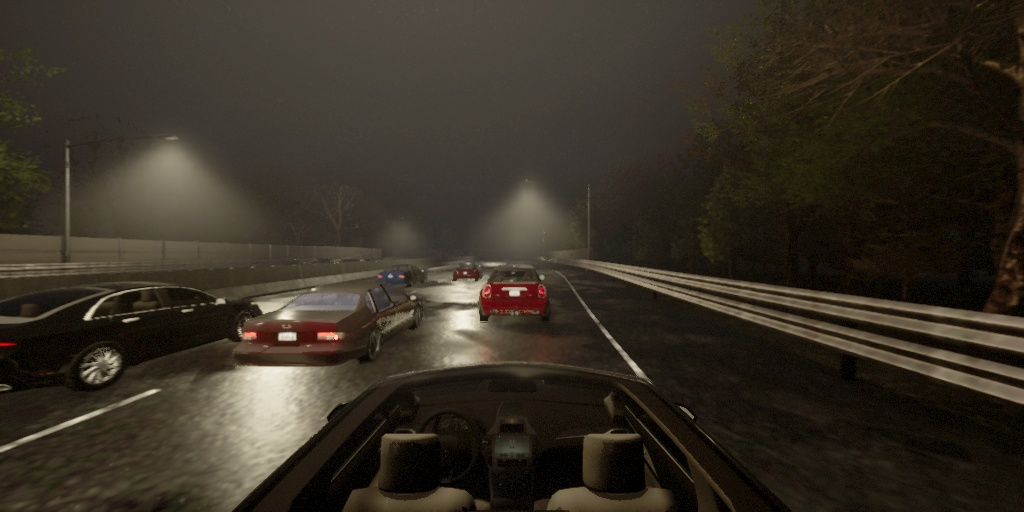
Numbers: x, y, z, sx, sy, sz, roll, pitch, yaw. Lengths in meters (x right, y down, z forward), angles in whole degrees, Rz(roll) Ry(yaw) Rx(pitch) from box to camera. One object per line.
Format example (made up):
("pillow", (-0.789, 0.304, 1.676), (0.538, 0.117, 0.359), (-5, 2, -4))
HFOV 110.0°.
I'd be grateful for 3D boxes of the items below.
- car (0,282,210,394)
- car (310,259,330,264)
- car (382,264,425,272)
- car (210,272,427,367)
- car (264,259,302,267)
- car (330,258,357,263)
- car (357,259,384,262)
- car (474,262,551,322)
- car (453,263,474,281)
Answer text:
("car", (-6.944, 1.235, 6.682), (1.837, 1.490, 4.892), (0, 1, 0))
("car", (-24.578, 1.141, 46.511), (1.994, 1.385, 4.181), (0, 0, 0))
("car", (-6.936, 1.208, 23.025), (2.033, 1.411, 5.357), (0, 0, 0))
("car", (-3.433, 1.270, 8.018), (2.033, 1.411, 5.357), (0, 0, 0))
("car", (-28.061, 1.131, 44.239), (2.033, 1.411, 5.357), (0, 0, 0))
("car", (-21.081, 1.054, 46.396), (1.882, 1.535, 5.008), (0, 0, 0))
("car", (-17.584, 1.125, 46.383), (2.033, 1.411, 5.357), (0, 0, 0))
("car", (0.080, 1.058, 12.259), (2.097, 1.767, 4.553), (0, 0, 0))
("car", (-3.419, 1.204, 28.255), (1.994, 1.385, 4.181), (0, 0, 0))
